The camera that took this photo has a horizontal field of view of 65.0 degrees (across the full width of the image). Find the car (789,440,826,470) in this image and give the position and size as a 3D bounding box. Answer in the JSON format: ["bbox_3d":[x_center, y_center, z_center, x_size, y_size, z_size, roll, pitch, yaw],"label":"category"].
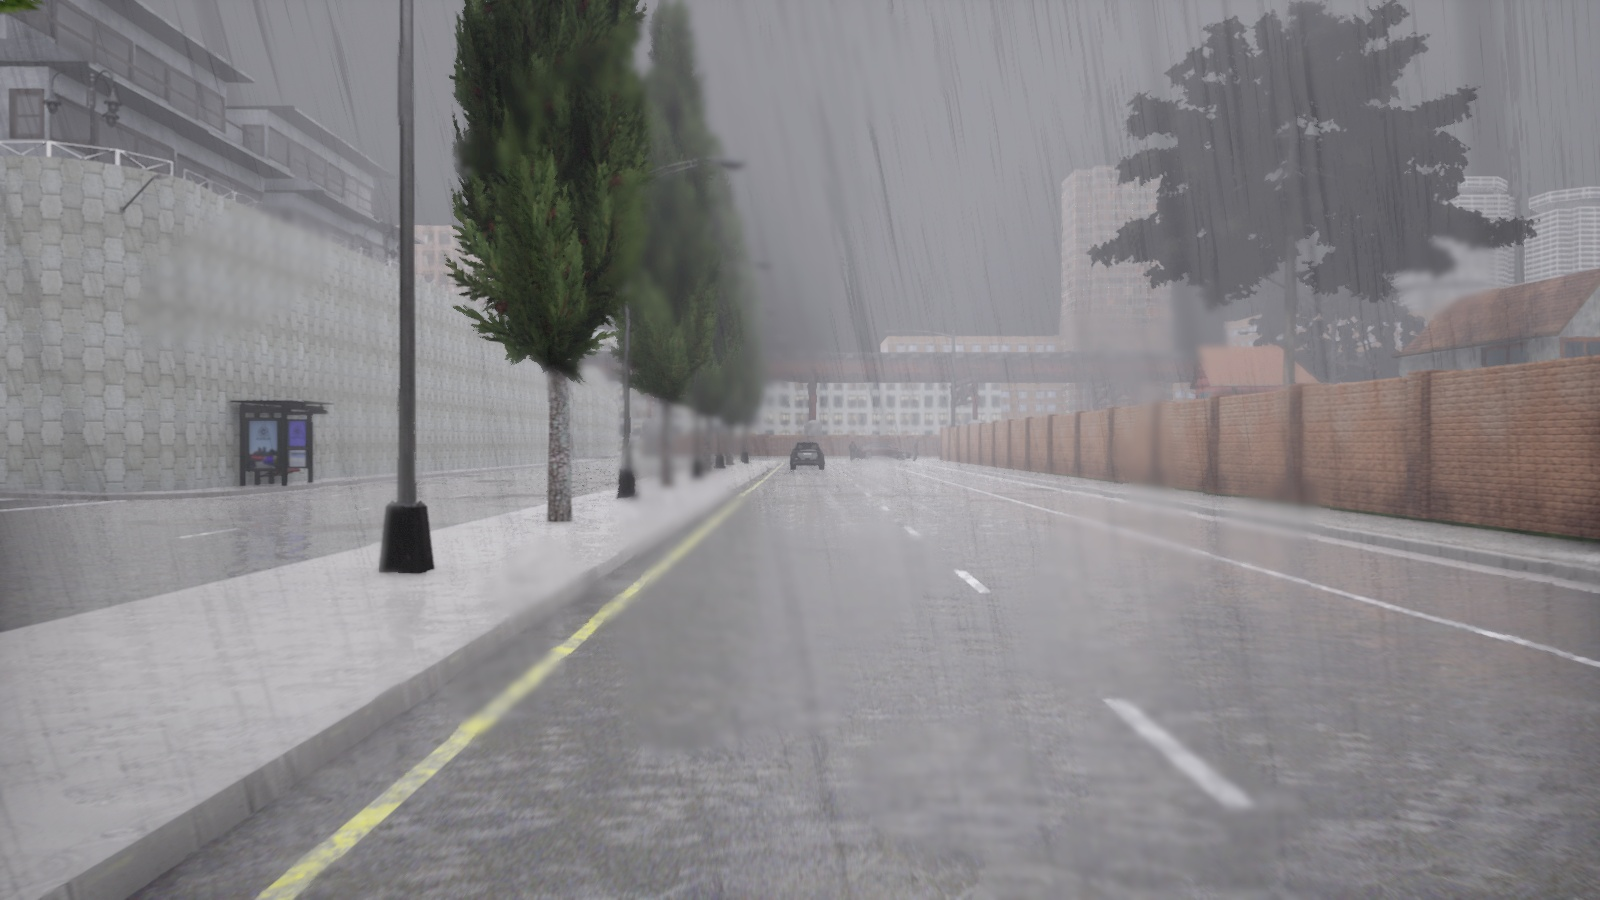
[{"bbox_3d":[0.425,0.271,72.086,2.033,1.649,4.856,0,0,0],"label":"car"}]
